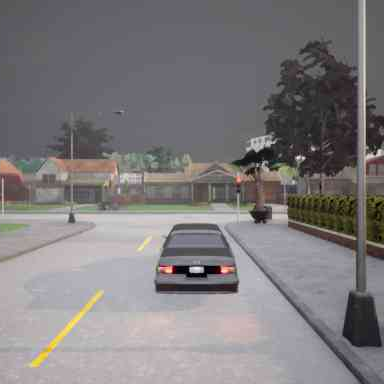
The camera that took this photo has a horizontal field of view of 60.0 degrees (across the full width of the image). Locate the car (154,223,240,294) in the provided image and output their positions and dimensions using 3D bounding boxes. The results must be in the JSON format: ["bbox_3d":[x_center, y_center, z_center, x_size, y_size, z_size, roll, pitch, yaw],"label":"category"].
[{"bbox_3d":[0.103,1.547,8.919,2.033,1.411,5.357,0,0,0],"label":"car"}]
